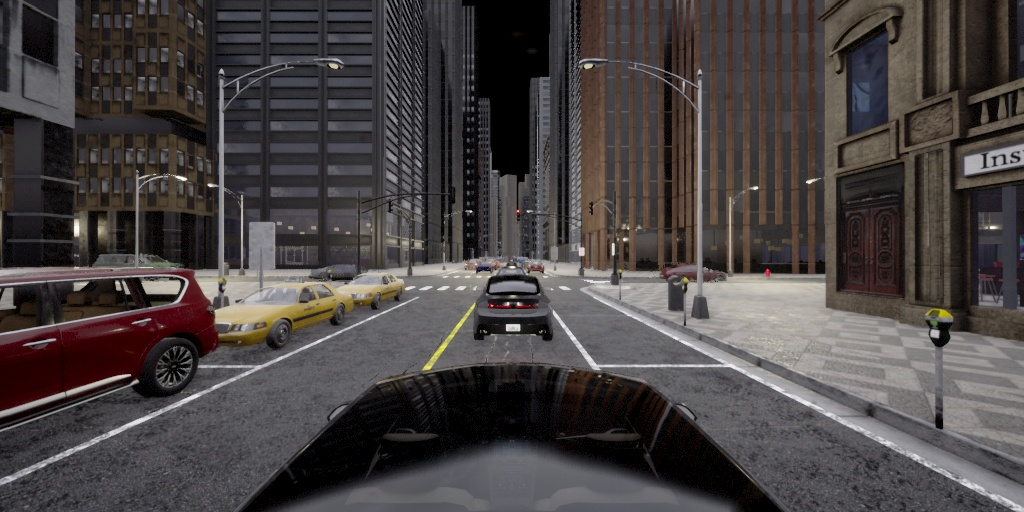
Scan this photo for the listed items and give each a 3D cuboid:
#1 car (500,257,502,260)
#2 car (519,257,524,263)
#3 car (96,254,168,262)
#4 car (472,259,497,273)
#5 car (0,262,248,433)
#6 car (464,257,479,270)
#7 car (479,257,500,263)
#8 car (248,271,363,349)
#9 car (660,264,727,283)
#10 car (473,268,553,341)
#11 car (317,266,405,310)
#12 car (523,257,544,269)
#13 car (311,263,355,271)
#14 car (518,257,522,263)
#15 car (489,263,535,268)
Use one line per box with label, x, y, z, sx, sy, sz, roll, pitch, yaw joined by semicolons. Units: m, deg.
car;-3.213;1.115;61.960;2.097;1.767;4.553;0;0;0
car;2.628;1.312;58.628;2.007;1.370;4.403;0;0;0
car;-27.473;0.888;26.551;5.566;2.045;2.150;0;0;0
car;-3.185;1.357;42.316;1.895;1.301;4.718;0;0;0
car;-5.766;1.065;3.784;2.192;1.841;5.009;0;0;0
car;-5.883;1.199;52.980;1.967;1.591;4.097;0;0;0
car;-3.205;1.111;52.010;2.097;1.767;4.553;0;0;0
car;-5.779;1.276;9.215;1.751;1.417;4.829;0;0;0
car;13.541;1.326;26.897;4.674;1.442;1.812;0;0;0
car;0.037;1.255;9.909;1.837;1.490;4.892;0;0;0
car;-5.792;1.276;14.817;1.751;1.417;4.829;0;0;0
car;2.668;1.196;41.801;1.967;1.591;4.097;0;0;0
car;-12.137;1.262;26.813;5.357;1.411;2.033;0;0;-3
car;2.615;1.330;64.237;1.948;1.339;4.313;0;0;0
car;-0.043;1.298;20.238;2.033;1.411;5.357;0;0;0
